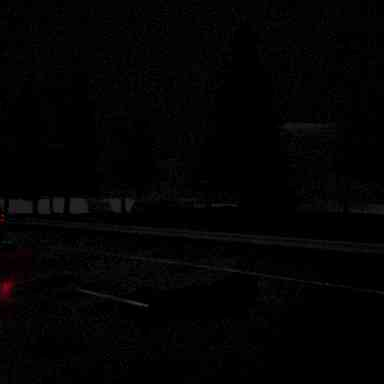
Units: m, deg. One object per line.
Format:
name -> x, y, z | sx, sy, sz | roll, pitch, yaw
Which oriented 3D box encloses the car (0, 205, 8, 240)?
car -> -9.886, 1.163, 13.238 | 5.566, 2.045, 2.150 | 0, 0, 25
